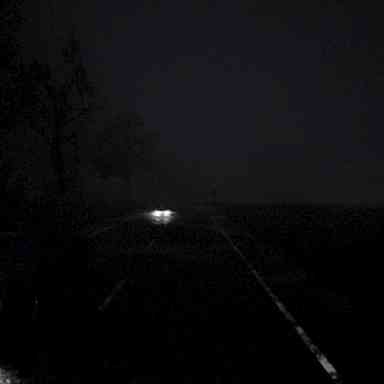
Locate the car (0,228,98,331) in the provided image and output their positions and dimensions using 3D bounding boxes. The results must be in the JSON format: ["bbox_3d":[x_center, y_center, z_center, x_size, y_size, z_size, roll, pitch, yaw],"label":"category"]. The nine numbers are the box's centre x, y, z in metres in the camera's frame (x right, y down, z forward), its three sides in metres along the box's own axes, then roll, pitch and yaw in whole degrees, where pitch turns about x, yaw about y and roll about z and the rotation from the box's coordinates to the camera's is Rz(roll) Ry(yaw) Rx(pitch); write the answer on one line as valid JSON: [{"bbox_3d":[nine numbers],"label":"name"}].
[{"bbox_3d":[-3.605,1.548,7.291,2.033,1.411,5.357,0,0,0],"label":"car"}]

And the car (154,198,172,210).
[{"bbox_3d":[-3.588,1.484,41.838,2.128,1.511,4.902,0,0,0],"label":"car"}]
